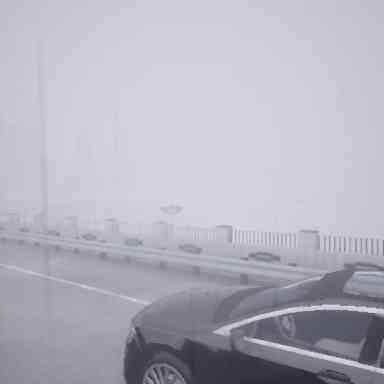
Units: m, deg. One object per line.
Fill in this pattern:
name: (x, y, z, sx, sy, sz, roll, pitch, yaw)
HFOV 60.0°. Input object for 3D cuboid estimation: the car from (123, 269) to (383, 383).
car: (1.493, 1.490, 2.927, 4.902, 1.511, 2.128, 0, 0, 35)
